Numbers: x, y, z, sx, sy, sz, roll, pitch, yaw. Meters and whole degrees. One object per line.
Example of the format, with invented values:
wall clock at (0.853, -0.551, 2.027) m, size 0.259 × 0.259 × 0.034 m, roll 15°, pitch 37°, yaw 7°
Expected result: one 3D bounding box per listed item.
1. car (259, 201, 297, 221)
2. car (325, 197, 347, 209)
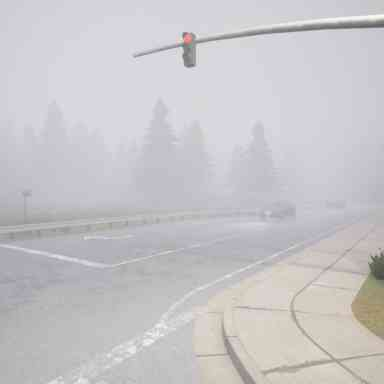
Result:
car at (7.130, 1.477, 27.339) m, size 2.128 × 1.511 × 4.902 m, roll 0°, pitch 0°, yaw 35°
car at (19.254, 1.464, 44.260) m, size 1.882 × 1.535 × 5.008 m, roll 0°, pitch 0°, yaw 37°
